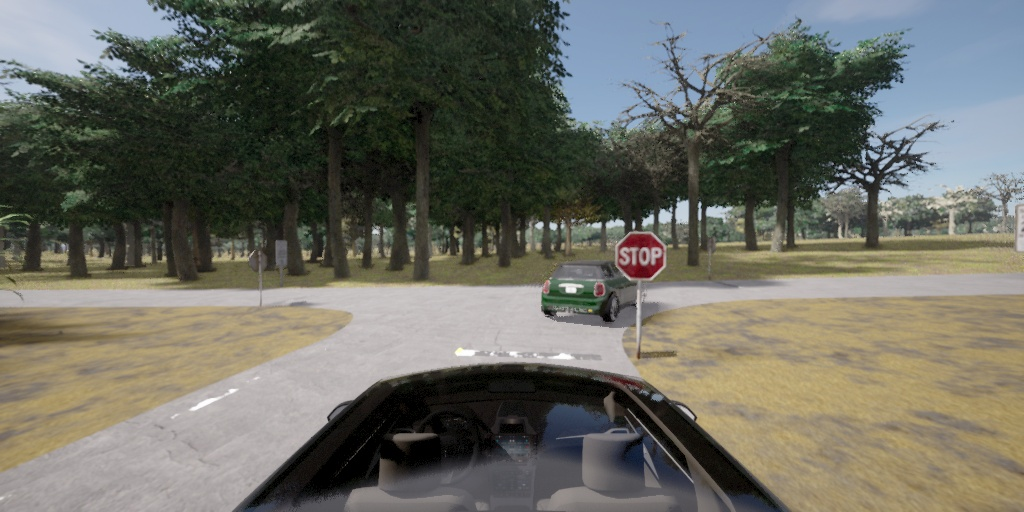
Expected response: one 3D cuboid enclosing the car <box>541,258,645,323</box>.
[{"bbox_3d":[2.781,0.897,11.678,2.097,1.767,4.553,0,2,33],"label":"car"}]
